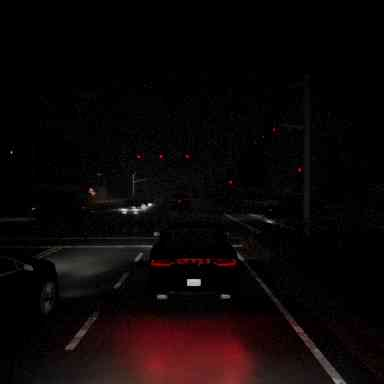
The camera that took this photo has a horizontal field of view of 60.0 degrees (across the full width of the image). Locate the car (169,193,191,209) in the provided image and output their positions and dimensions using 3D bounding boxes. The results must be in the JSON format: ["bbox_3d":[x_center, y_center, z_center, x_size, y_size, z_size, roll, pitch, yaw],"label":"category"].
[{"bbox_3d":[-1.411,1.221,45.292,2.150,2.045,5.566,0,0,3],"label":"car"}]

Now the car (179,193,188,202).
[{"bbox_3d":[-2.073,1.225,80.174,2.150,2.045,5.566,0,0,-1],"label":"car"}]

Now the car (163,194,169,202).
[{"bbox_3d":[-5.430,1.533,74.624,2.033,1.411,5.357,0,0,-1],"label":"car"}]

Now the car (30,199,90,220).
[{"bbox_3d":[-10.933,1.352,27.710,4.553,1.767,2.097,0,0,-3],"label":"car"}]

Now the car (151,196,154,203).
[{"bbox_3d":[-8.752,1.491,66.807,2.128,1.511,4.902,0,0,-1],"label":"car"}]

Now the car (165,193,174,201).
[{"bbox_3d":[-5.705,1.270,85.229,2.097,1.767,4.553,0,0,-1],"label":"car"}]

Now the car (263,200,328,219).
[{"bbox_3d":[8.700,1.478,28.776,5.008,1.535,1.882,0,0,-4],"label":"car"}]

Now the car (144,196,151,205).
[{"bbox_3d":[-8.540,1.601,56.381,1.895,1.301,4.718,0,0,-1],"label":"car"}]

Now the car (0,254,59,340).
[{"bbox_3d":[-3.468,1.492,4.469,2.128,1.511,4.902,0,0,0],"label":"car"}]

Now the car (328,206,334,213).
[{"bbox_3d":[11.092,1.601,32.441,4.718,1.301,1.895,0,0,-2],"label":"car"}]

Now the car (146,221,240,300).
[{"bbox_3d":[0.000,1.478,8.461,1.882,1.535,5.008,0,0,-1],"label":"car"}]

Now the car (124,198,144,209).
[{"bbox_3d":[-8.285,1.526,46.500,1.812,1.442,4.674,0,0,-1],"label":"car"}]
